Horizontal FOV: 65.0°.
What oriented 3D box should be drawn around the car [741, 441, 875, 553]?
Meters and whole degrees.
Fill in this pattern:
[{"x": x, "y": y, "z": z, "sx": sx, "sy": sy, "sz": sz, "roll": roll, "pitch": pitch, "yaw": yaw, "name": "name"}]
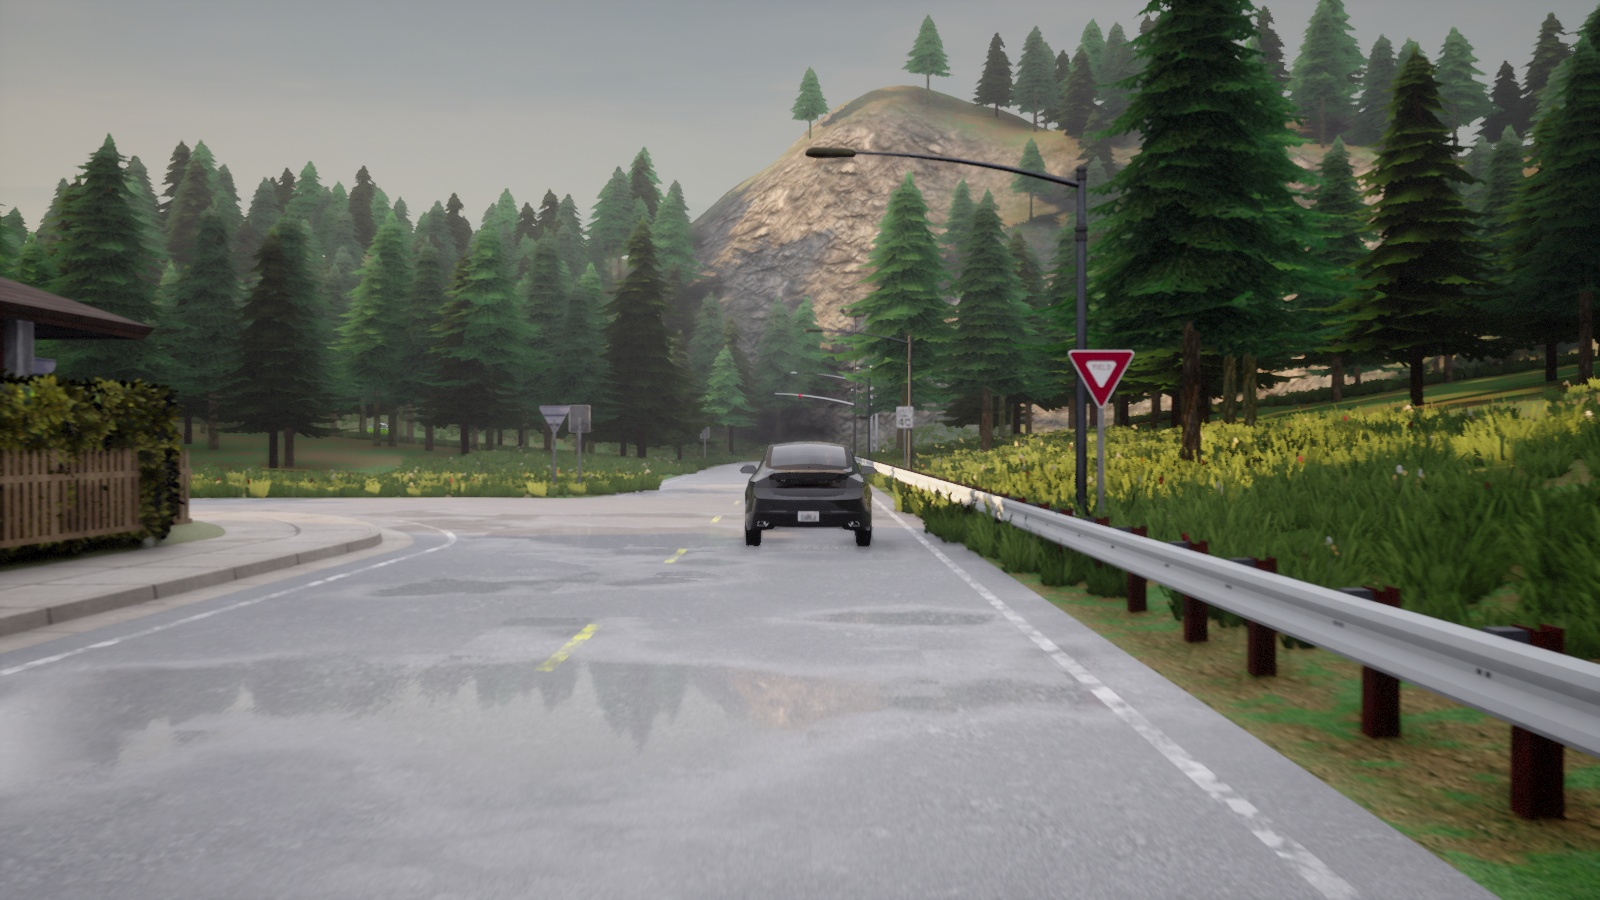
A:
[{"x": 0.128, "y": 0.631, "z": 19.730, "sx": 1.837, "sy": 1.490, "sz": 4.892, "roll": 0, "pitch": 1, "yaw": 0, "name": "car"}]
